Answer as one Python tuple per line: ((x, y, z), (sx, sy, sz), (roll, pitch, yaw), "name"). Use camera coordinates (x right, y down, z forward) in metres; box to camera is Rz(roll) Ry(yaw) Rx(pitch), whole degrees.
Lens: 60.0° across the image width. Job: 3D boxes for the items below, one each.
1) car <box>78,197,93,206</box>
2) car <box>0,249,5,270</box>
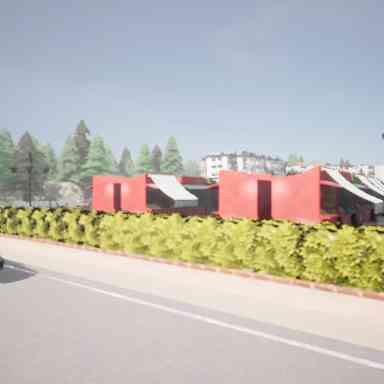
((-12.830, 1.376, 44.229), (2.097, 1.767, 4.553), (0, 0, 36), "car")
((-7.229, 1.538, 9.179), (5.357, 1.411, 2.033), (0, 0, 36), "car")
